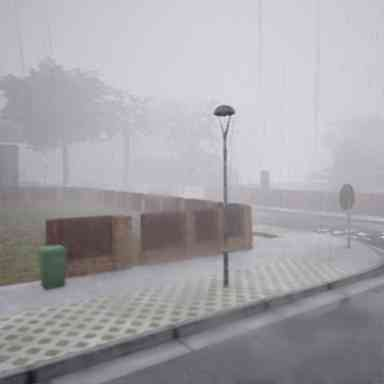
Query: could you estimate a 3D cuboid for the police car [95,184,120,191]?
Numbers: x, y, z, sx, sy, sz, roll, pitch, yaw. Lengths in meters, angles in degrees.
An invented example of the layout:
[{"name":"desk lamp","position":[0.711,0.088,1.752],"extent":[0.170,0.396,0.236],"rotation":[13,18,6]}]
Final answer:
[{"name":"police car","position":[-10.307,-0.190,40.332],"extent":[1.930,1.638,5.238],"rotation":[-1,3,-35]}]
